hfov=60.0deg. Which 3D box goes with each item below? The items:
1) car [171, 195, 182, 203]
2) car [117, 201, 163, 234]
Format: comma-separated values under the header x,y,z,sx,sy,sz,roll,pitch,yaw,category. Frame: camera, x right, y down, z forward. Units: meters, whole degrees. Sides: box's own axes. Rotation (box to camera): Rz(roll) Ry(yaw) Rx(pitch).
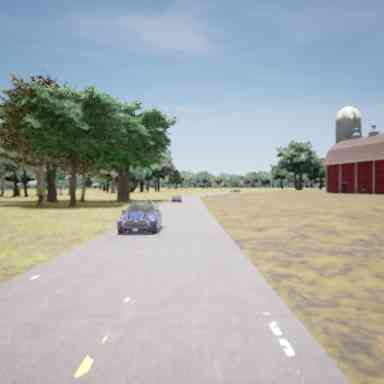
x,y,z,sx,sy,sz,roll,pitch,yaw,category
-2.756,1.203,61.359,2.033,1.411,5.357,0,1,1,car
-2.853,1.332,19.036,2.097,1.767,4.553,0,0,0,car
